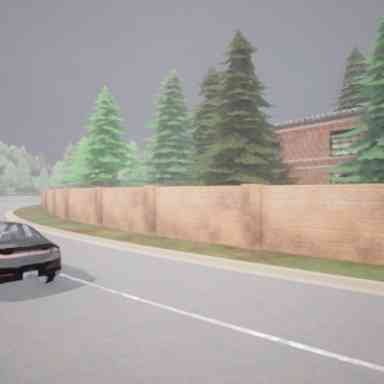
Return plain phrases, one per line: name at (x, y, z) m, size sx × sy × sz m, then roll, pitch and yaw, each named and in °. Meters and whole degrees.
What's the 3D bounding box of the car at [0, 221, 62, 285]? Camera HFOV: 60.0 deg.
car at (-5.165, 1.503, 8.502) m, size 4.902 × 1.511 × 2.128 m, roll 0°, pitch 0°, yaw 41°
